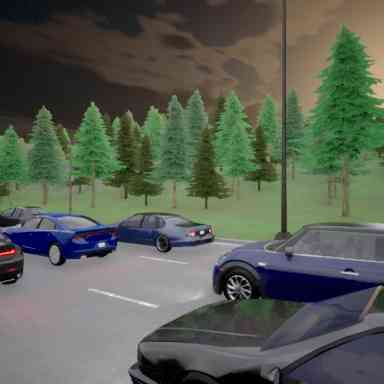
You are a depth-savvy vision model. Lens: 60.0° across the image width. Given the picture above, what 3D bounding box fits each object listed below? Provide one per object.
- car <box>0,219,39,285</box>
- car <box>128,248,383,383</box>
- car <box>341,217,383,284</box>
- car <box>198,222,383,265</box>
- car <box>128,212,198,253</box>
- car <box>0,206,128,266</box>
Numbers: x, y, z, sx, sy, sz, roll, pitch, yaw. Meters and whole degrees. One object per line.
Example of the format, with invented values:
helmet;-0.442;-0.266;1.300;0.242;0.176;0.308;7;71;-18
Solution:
car;-6.083;1.505;8.284;4.892;1.490;1.837;0;0;36
car;1.956;1.547;2.543;5.357;1.411;2.033;0;0;36
car;6.401;1.505;7.997;4.892;1.490;1.837;0;0;36
car;2.629;1.352;6.379;4.553;1.767;2.097;0;0;36
car;-1.673;1.547;13.757;5.357;1.411;2.033;0;0;35
car;-4.797;1.478;11.685;5.008;1.535;1.882;0;0;35
